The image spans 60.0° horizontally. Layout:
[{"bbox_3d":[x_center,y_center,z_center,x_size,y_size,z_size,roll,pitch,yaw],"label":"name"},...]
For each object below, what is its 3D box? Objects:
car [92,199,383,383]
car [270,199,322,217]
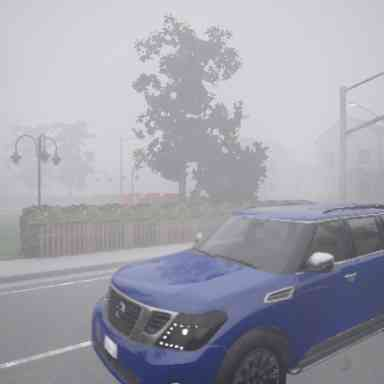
[{"bbox_3d":[1.437,1.221,4.973,5.566,2.045,2.150,0,0,-35],"label":"car"},{"bbox_3d":[10.229,1.505,33.089,1.837,1.490,4.892,0,0,-35],"label":"car"}]
